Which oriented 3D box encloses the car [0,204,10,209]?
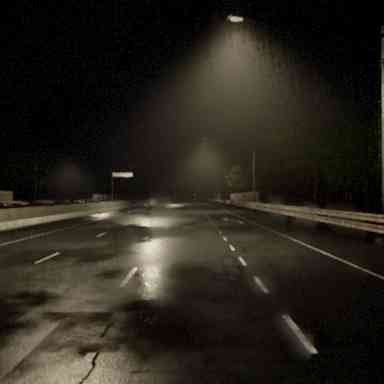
[{"bbox_3d":[-21.163,1.978,35.372,1.812,1.442,4.674,0,-1,0],"label":"car"}]

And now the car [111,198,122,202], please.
[{"bbox_3d":[-17.686,2.216,78.439,1.882,1.535,5.008,0,-1,0],"label":"car"}]

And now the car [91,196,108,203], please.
[{"bbox_3d":[-21.185,1.993,77.987,2.150,2.045,5.566,0,-1,0],"label":"car"}]

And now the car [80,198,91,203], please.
[{"bbox_3d":[-24.685,2.124,78.036,2.097,1.767,4.553,0,-1,0],"label":"car"}]

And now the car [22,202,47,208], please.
[{"bbox_3d":[-17.667,1.953,37.164,1.882,1.535,5.008,0,-1,0],"label":"car"}]

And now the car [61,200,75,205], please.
[{"bbox_3d":[-28.179,2.397,75.769,1.994,1.385,4.181,0,-1,0],"label":"car"}]
